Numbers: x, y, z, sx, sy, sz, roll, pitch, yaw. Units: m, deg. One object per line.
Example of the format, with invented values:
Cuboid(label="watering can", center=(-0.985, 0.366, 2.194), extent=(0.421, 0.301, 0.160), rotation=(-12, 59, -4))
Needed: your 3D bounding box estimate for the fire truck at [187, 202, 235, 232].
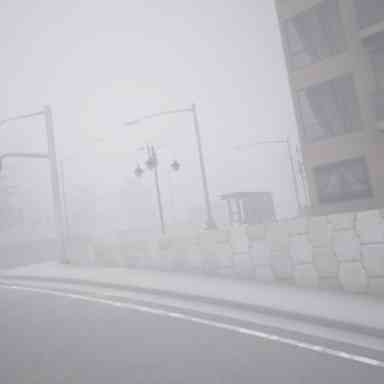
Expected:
Cuboid(label="fire truck", center=(2.772, 3.511, 48.438), extent=(2.891, 3.827, 8.468), rotation=(-12, -7, 36))
